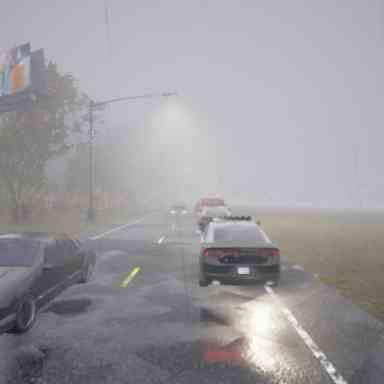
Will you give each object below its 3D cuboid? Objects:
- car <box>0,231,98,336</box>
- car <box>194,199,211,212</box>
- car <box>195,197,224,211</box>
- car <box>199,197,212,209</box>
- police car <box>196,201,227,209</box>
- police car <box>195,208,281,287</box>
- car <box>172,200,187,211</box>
[{"bbox_3d":[-3.537,1.590,7.051,2.033,1.411,5.357,0,0,1],"label":"car"},{"bbox_3d":[1.525,1.828,46.603,2.097,1.767,4.553,0,-1,4],"label":"car"},{"bbox_3d":[1.543,1.429,25.509,2.150,2.045,5.566,0,-1,2],"label":"car"},{"bbox_3d":[2.479,1.895,60.618,2.150,2.045,5.566,0,-1,5],"label":"car"},{"bbox_3d":[1.355,1.570,19.610,1.930,1.638,5.238,0,-1,2],"label":"police car"},{"bbox_3d":[1.138,1.486,9.645,1.930,1.638,5.238,0,0,1],"label":"police car"},{"bbox_3d":[-1.857,1.998,49.806,1.882,1.535,5.008,0,-1,4],"label":"car"}]
